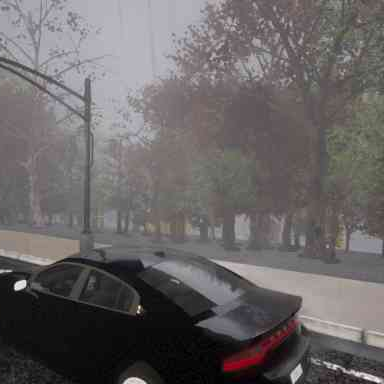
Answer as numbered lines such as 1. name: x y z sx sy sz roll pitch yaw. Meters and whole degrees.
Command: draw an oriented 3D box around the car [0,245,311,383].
1. car: -1.046 1.477 4.488 5.008 1.535 1.882 0 0 36
